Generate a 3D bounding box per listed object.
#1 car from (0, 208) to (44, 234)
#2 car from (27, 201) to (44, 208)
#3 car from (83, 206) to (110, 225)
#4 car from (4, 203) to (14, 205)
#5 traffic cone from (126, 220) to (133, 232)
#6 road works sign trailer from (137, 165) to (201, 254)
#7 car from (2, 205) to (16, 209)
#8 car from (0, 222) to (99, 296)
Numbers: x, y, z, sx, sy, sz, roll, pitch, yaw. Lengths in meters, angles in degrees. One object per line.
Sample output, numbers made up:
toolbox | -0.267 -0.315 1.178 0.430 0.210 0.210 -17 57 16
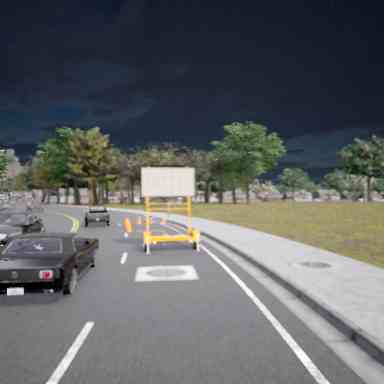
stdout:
car | -8.313 1.735 15.675 2.128 1.511 4.902 0 -1 -12
car | -24.864 2.219 52.717 2.097 1.767 4.553 0 -1 -32
car | -7.688 1.853 26.814 2.128 1.511 4.902 0 -1 -18
car | -31.986 2.570 58.024 2.033 1.411 5.357 0 -1 -32
traffic cone | -3.936 2.214 21.022 0.340 0.580 0.340 0 -1 -13
road works sign trailer | -1.049 0.625 14.525 2.380 3.560 2.880 0 -1 -13
car | -13.014 1.851 21.419 2.128 1.511 4.902 0 -1 -16
car | -3.756 1.727 8.880 1.895 1.301 4.718 0 -1 -6
